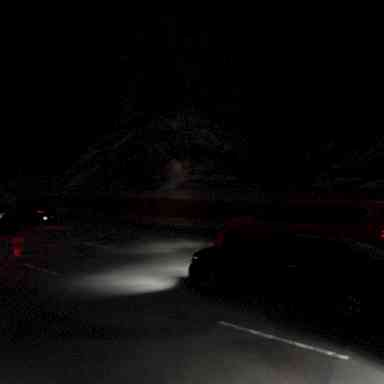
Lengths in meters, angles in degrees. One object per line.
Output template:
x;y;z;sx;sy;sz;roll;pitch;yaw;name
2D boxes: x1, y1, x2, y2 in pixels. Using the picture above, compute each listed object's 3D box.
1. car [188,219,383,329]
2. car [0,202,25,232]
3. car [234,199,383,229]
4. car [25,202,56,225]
2.094;1.530;6.937;4.674;1.442;1.812;0;0;36;car
-11.483;1.298;18.693;4.553;1.767;2.097;0;0;44;car
3.436;1.228;10.290;5.566;2.045;2.150;0;0;37;car
-11.260;1.448;23.426;1.837;1.490;4.892;0;0;-44;car
